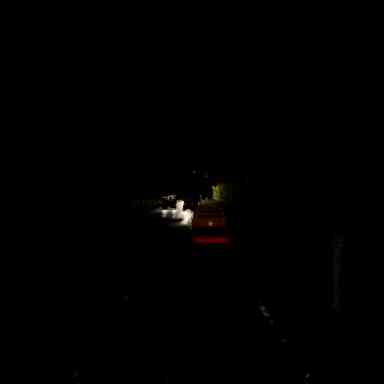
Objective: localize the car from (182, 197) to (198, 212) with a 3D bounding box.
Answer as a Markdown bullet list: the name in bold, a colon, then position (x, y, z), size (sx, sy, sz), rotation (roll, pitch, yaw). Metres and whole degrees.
- **car**: position (0.005, 1.326, 38.236), size (2.097, 1.767, 4.553), rotation (0, 0, 0)

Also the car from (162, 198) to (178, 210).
- **car**: position (-2.847, 1.519, 43.356), size (2.033, 1.411, 5.357), rotation (0, 0, 0)

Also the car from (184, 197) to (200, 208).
- **car**: position (-0.007, 1.461, 48.637), size (2.128, 1.511, 4.902), rotation (0, 0, 0)

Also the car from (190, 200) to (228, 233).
- **car**: position (0.959, 1.464, 19.574), size (1.882, 1.535, 5.008), rotation (0, 0, 0)
